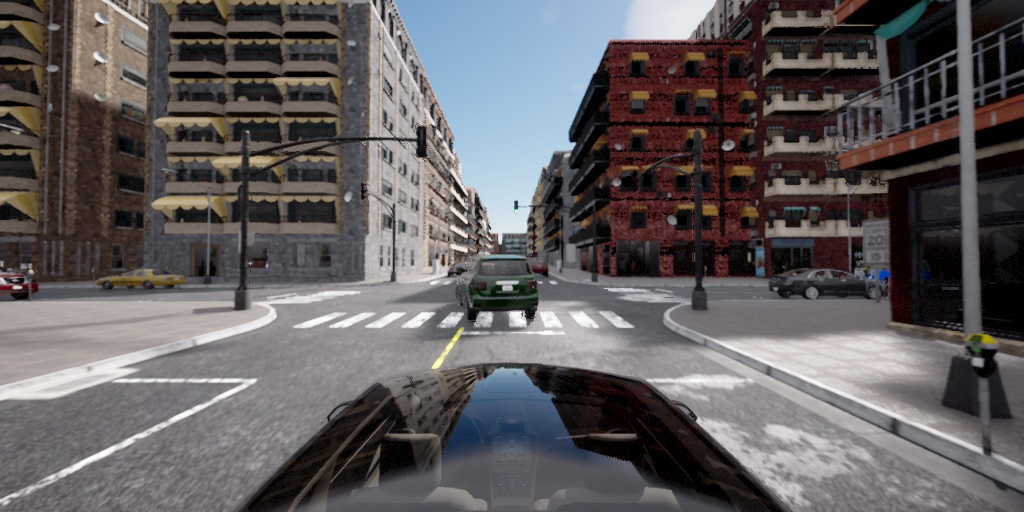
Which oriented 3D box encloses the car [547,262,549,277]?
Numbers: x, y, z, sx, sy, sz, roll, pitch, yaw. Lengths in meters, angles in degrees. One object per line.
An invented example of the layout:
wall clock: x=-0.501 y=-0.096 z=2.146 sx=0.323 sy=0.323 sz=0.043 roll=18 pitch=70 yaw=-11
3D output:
car: x=2.551 y=1.126 z=36.004 sx=2.192 sy=1.841 sz=5.009 roll=0 pitch=0 yaw=0

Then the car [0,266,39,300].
car: x=-24.296 y=1.080 z=15.790 sx=5.009 sy=1.841 sz=2.192 roll=0 pitch=0 yaw=0

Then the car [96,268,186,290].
car: x=-24.453 y=1.467 z=23.669 sx=4.829 sy=1.417 sz=1.751 roll=0 pitch=0 yaw=0

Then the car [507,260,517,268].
car: x=-0.029 y=1.415 z=65.172 sx=1.837 sy=1.490 sz=4.892 roll=0 pitch=0 yaw=0

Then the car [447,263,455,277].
car: x=-5.330 y=1.376 z=35.956 sx=1.948 sy=1.339 sz=4.313 roll=0 pitch=0 yaw=0

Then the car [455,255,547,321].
car: x=-0.692 y=0.966 z=12.781 sx=2.150 sy=2.045 sz=5.566 roll=0 pitch=1 yaw=-12

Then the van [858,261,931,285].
van: x=24.893 y=1.147 z=23.574 sx=3.998 sy=1.789 sz=1.690 roll=0 pitch=0 yaw=0

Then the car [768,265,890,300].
car: x=13.739 y=1.206 z=15.717 sx=4.403 sy=1.370 sz=2.007 roll=0 pitch=0 yaw=0

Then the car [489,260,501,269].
car: x=-2.822 y=1.413 z=60.891 sx=1.812 sy=1.442 sz=4.674 roll=0 pitch=0 yaw=1
